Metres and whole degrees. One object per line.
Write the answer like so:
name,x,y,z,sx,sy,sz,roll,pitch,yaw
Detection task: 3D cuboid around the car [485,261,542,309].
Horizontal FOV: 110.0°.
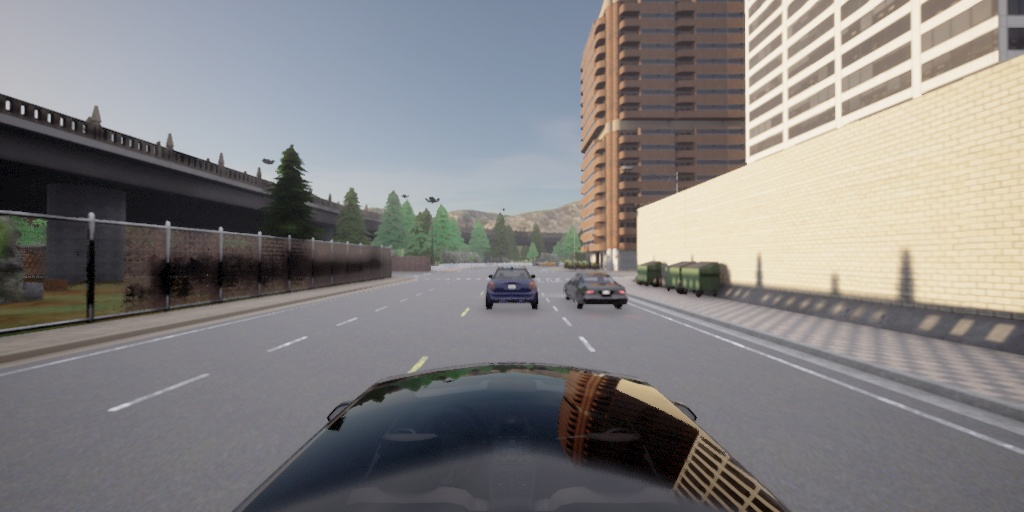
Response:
car,0.001,1.234,15.932,2.097,1.767,4.553,0,-1,0

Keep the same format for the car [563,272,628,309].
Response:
car,3.500,1.430,15.836,2.033,1.411,5.357,0,-1,0
